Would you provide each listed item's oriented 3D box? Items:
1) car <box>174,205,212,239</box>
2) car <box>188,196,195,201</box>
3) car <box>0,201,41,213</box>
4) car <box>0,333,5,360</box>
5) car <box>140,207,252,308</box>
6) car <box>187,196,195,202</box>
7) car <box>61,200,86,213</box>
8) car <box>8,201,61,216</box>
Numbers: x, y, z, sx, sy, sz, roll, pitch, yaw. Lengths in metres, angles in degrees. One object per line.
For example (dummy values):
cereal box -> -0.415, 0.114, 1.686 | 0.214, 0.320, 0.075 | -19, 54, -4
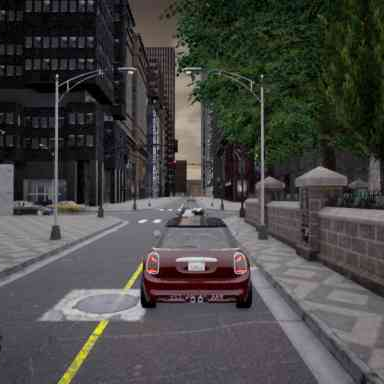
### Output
car -> 0.048, 1.541, 18.197 | 1.812, 1.442, 4.674 | 0, 0, 0
car -> -0.248, 1.708, 90.108 | 1.812, 1.442, 4.674 | 0, 0, 0
car -> -20.218, 1.707, 38.654 | 4.403, 1.369, 2.008 | 0, -1, 0
car -> -3.002, 1.548, 1.338 | 2.033, 1.411, 5.357 | 0, 0, 0
car -> 0.076, 1.357, 8.070 | 2.097, 1.767, 4.553 | 0, 0, 0
car -> -0.219, 1.729, 79.689 | 2.033, 1.411, 5.357 | 0, 0, 0
car -> -14.875, 1.675, 38.640 | 4.829, 1.417, 1.752 | 0, -1, 0
car -> -14.720, 1.517, 30.115 | 4.403, 1.369, 2.008 | 0, -1, 0
